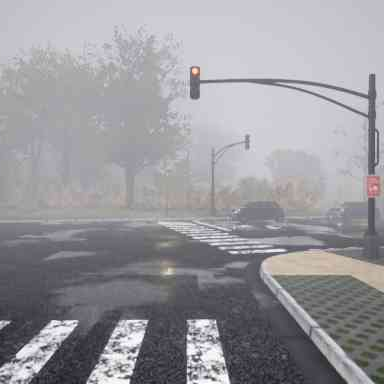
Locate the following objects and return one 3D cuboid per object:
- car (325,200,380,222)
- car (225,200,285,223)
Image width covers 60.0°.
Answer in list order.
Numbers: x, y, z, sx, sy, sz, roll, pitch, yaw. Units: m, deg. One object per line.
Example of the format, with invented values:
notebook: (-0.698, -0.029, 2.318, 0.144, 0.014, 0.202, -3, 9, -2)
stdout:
car: (13.928, 1.567, 28.870, 4.553, 1.767, 2.097, 1, 0, -18)
car: (4.849, 1.428, 25.803, 4.553, 1.767, 2.097, 1, 0, -19)
